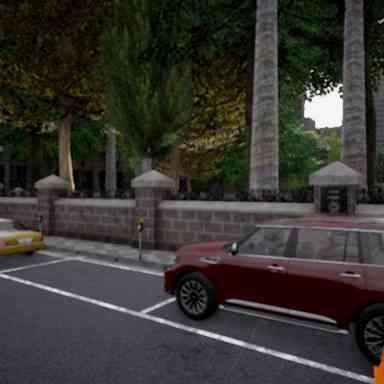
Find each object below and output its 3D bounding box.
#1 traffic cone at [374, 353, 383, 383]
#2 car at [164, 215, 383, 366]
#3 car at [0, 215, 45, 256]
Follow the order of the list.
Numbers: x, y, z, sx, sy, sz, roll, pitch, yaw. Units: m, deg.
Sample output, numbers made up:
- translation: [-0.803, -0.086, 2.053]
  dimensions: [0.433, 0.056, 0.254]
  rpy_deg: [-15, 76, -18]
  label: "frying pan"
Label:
- translation: [1.846, 1.957, 3.221]
  dimensions: [0.340, 0.580, 0.340]
  rpy_deg: [0, 0, 35]
  label: "traffic cone"
- translation: [1.878, 1.317, 5.673]
  dimensions: [5.009, 1.841, 2.192]
  rpy_deg: [0, 0, 35]
  label: "car"
- translation: [-7.248, 1.525, 11.962]
  dimensions: [4.829, 1.417, 1.752]
  rpy_deg: [0, 0, 35]
  label: "car"
